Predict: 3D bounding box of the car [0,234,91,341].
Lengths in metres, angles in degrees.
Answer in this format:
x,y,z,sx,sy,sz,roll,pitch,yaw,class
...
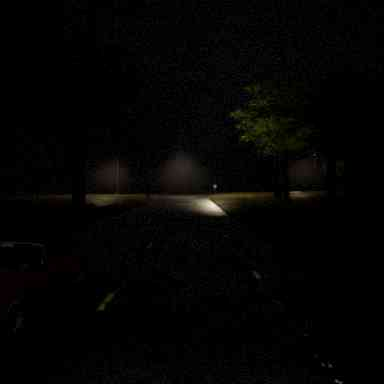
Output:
x,y,z,sx,sy,sz,roll,pitch,yaw,class
-3.604,1.599,6.624,1.895,1.301,4.718,0,0,0,car
